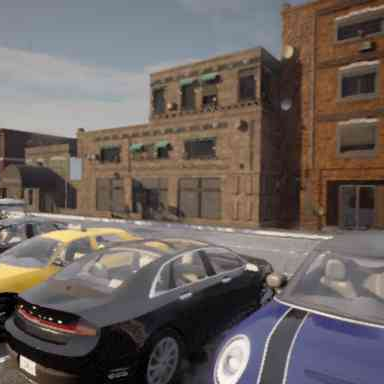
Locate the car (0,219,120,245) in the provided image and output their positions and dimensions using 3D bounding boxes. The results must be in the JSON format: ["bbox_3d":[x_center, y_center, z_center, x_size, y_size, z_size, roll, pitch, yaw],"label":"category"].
[{"bbox_3d":[-2.613,1.458,6.777,1.946,1.575,5.366,0,0,35],"label":"car"}]

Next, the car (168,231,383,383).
[{"bbox_3d":[2.048,1.354,3.724,2.185,1.767,4.553,0,0,35],"label":"car"}]

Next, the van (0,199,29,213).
[{"bbox_3d":[-6.972,1.216,10.252,1.878,1.987,4.442,0,0,35],"label":"van"}]

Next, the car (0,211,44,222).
[{"bbox_3d":[-4.769,1.453,8.548,2.231,1.521,4.892,0,0,35],"label":"car"}]

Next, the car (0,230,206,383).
[{"bbox_3d":[-0.242,1.471,5.309,2.231,1.521,4.892,0,0,35],"label":"car"}]
